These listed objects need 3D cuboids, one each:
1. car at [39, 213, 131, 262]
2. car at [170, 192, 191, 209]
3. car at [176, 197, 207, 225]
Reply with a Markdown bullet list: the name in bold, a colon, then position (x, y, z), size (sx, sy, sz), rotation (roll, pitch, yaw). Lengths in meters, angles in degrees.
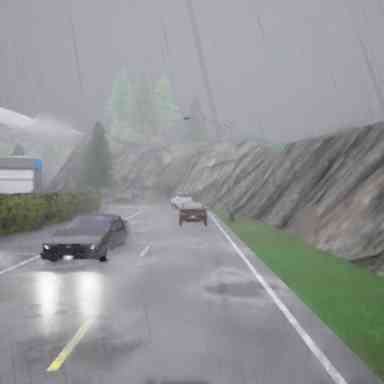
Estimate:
- **car**: position (-3.561, 1.505, 12.267), size (2.033, 1.411, 5.357), rotation (0, 0, 0)
- **car**: position (-1.437, 1.073, 43.276), size (2.150, 2.045, 5.566), rotation (0, 0, -12)
- **car**: position (0.070, 1.396, 23.423), size (1.882, 1.535, 5.008), rotation (0, 0, 0)
